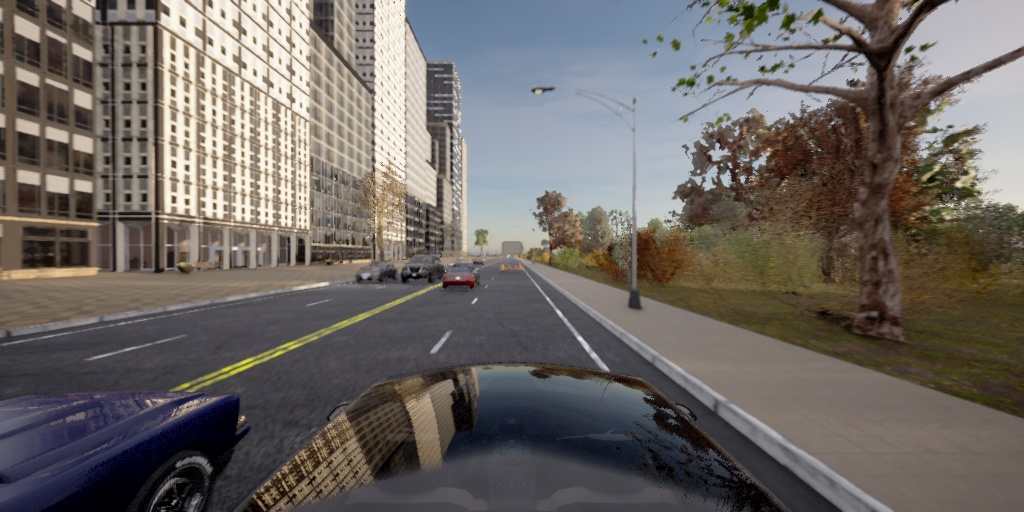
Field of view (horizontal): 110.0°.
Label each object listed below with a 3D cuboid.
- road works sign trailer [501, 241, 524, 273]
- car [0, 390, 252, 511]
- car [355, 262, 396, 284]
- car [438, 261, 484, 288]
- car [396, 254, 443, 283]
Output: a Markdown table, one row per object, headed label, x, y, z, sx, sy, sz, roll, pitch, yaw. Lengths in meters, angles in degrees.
| label | x | y | z | sx | sy | sz | roll | pitch | yaw |
| --- | --- | --- | --- | --- | --- | --- | --- | --- | --- |
| road works sign trailer | 0.007 | 0.099 | 40.717 | 2.380 | 3.560 | 2.880 | 0 | 0 | 0 |
| car | -3.148 | 1.354 | 0.882 | 1.895 | 1.301 | 4.718 | 0 | 0 | 0 |
| car | -9.831 | 1.169 | 26.479 | 2.128 | 1.511 | 4.902 | 0 | 0 | 0 |
| car | -3.145 | 1.251 | 22.904 | 1.994 | 1.385 | 4.181 | 0 | 0 | 0 |
| car | -6.582 | 0.898 | 26.921 | 2.150 | 2.045 | 5.566 | 0 | 0 | 0 |
